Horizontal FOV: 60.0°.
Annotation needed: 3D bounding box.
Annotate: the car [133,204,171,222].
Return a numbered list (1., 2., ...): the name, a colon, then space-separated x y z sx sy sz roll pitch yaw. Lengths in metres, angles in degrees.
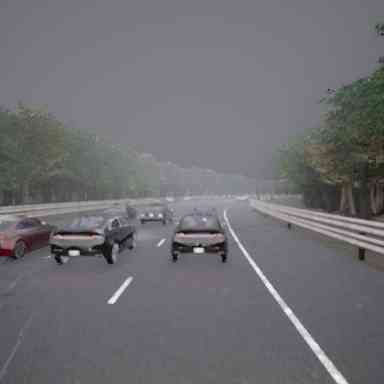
1. car: -2.564 1.635 25.022 2.033 1.411 5.357 0 0 4

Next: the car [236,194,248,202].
1. car: 12.272 1.425 82.273 2.150 2.045 5.566 0 0 14

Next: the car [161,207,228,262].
1. car: 0.314 1.532 12.321 2.128 1.511 4.902 0 0 3

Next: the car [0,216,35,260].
1. car: -6.675 1.607 12.668 1.994 1.385 4.181 0 0 3

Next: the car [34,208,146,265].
1. car: -3.215 1.528 11.780 2.128 1.511 4.902 0 -1 2

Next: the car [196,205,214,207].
1. car: 1.060 1.693 26.364 1.895 1.301 4.718 0 0 5

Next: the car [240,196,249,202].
1. car: 14.048 1.795 89.296 1.882 1.535 5.008 0 0 14

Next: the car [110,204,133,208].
1. car: -5.853 1.664 27.642 1.994 1.385 4.181 0 0 5
